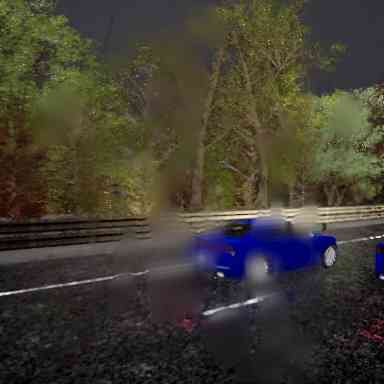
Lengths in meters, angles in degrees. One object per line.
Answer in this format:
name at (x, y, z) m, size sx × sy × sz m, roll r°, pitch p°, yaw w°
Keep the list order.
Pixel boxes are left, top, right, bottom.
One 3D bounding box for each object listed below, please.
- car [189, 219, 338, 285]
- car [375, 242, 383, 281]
car at (2.255, 1.519, 9.687) m, size 5.008 × 1.535 × 1.882 m, roll 0°, pitch 0°, yaw -36°
car at (6.648, 1.533, 8.542) m, size 5.008 × 1.535 × 1.882 m, roll 0°, pitch 0°, yaw -36°
